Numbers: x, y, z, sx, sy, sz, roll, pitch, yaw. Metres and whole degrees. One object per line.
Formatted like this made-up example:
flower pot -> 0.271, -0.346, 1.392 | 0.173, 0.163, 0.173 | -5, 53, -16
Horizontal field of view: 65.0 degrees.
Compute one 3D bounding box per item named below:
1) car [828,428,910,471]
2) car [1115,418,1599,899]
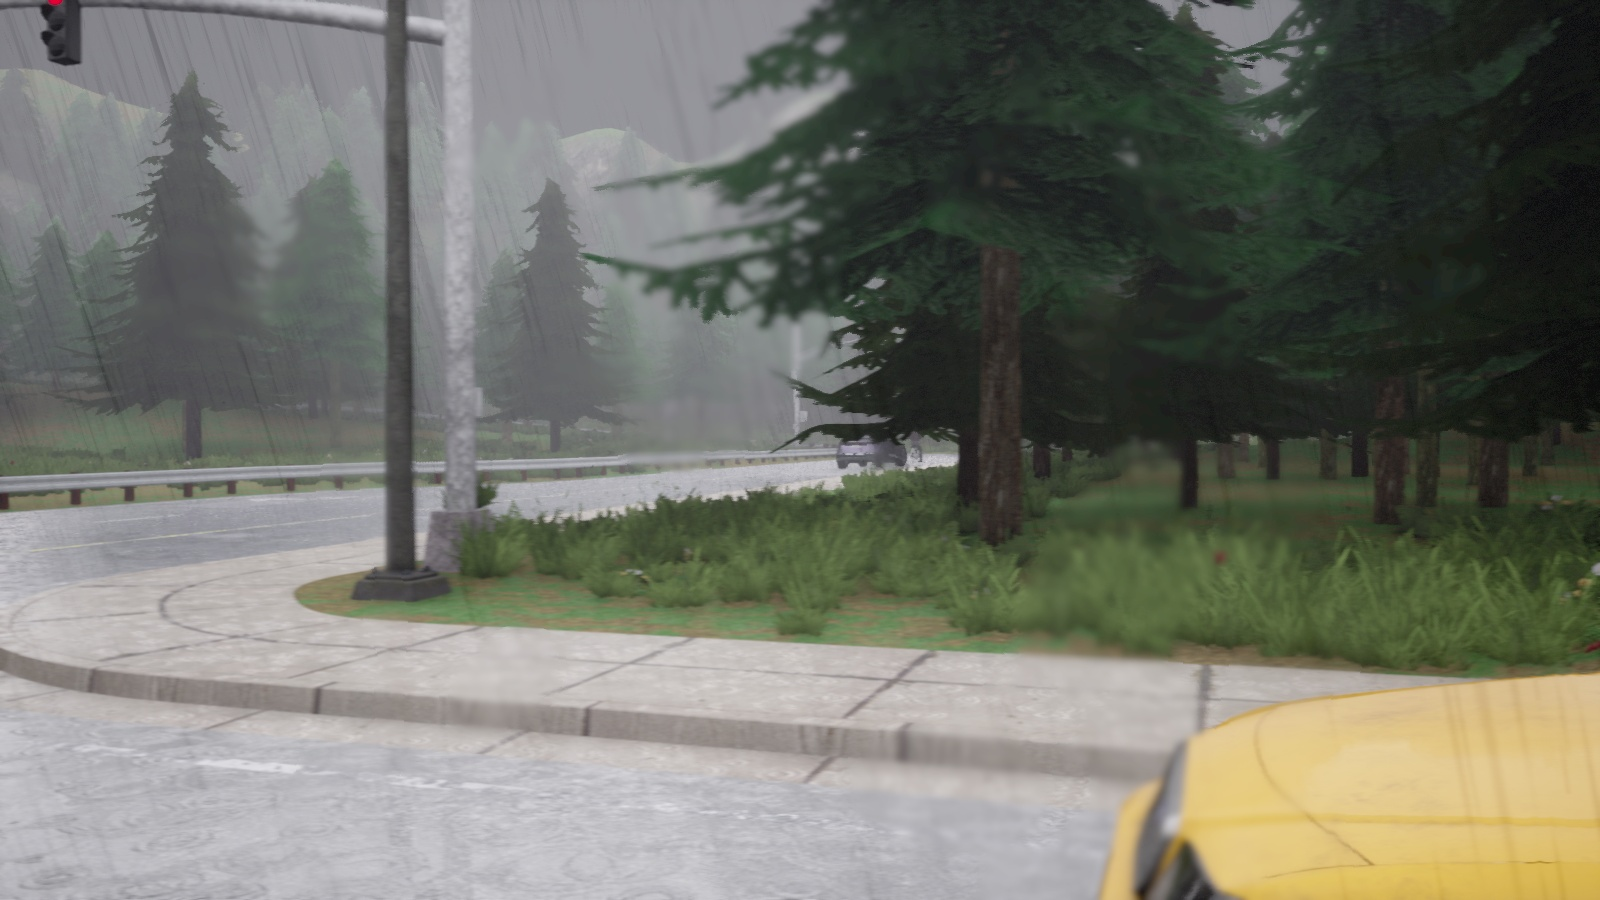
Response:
car -> 2.851, -0.072, 50.741 | 2.033, 1.649, 4.856 | 1, 1, 19
car -> 3.348, 0.745, 2.072 | 5.366, 1.575, 1.801 | 1, 1, 18
